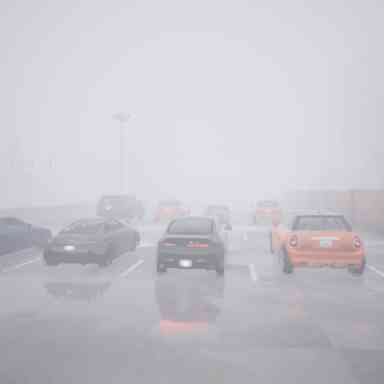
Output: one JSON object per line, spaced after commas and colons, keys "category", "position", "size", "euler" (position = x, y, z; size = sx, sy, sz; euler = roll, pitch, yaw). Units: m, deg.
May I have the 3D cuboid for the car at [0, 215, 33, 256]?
{"category": "car", "position": [-6.761, 1.522, 11.500], "size": [1.812, 1.442, 4.674], "euler": [0, 0, 7]}

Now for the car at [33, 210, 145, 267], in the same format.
{"category": "car", "position": [-3.235, 1.559, 11.463], "size": [1.994, 1.385, 4.181], "euler": [0, 0, 7]}

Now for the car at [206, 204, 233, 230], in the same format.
{"category": "car", "position": [1.748, 1.535, 23.122], "size": [2.033, 1.411, 5.357], "euler": [0, 0, 8]}

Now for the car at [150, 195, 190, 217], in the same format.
{"category": "car", "position": [-1.443, 1.338, 25.594], "size": [2.097, 1.767, 4.553], "euler": [0, 0, 8]}

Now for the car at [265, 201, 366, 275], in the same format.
{"category": "car", "position": [3.716, 1.344, 10.669], "size": [2.097, 1.767, 4.553], "euler": [0, 0, 7]}

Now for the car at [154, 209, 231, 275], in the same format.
{"category": "car", "position": [0.158, 1.498, 10.485], "size": [1.837, 1.490, 4.892], "euler": [0, 0, 7]}

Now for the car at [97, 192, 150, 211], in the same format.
{"category": "car", "position": [-5.121, 1.207, 24.565], "size": [2.150, 2.045, 5.566], "euler": [0, 0, 8]}

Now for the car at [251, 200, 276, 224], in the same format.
{"category": "car", "position": [5.498, 1.337, 24.688], "size": [2.097, 1.767, 4.553], "euler": [0, 0, 8]}
